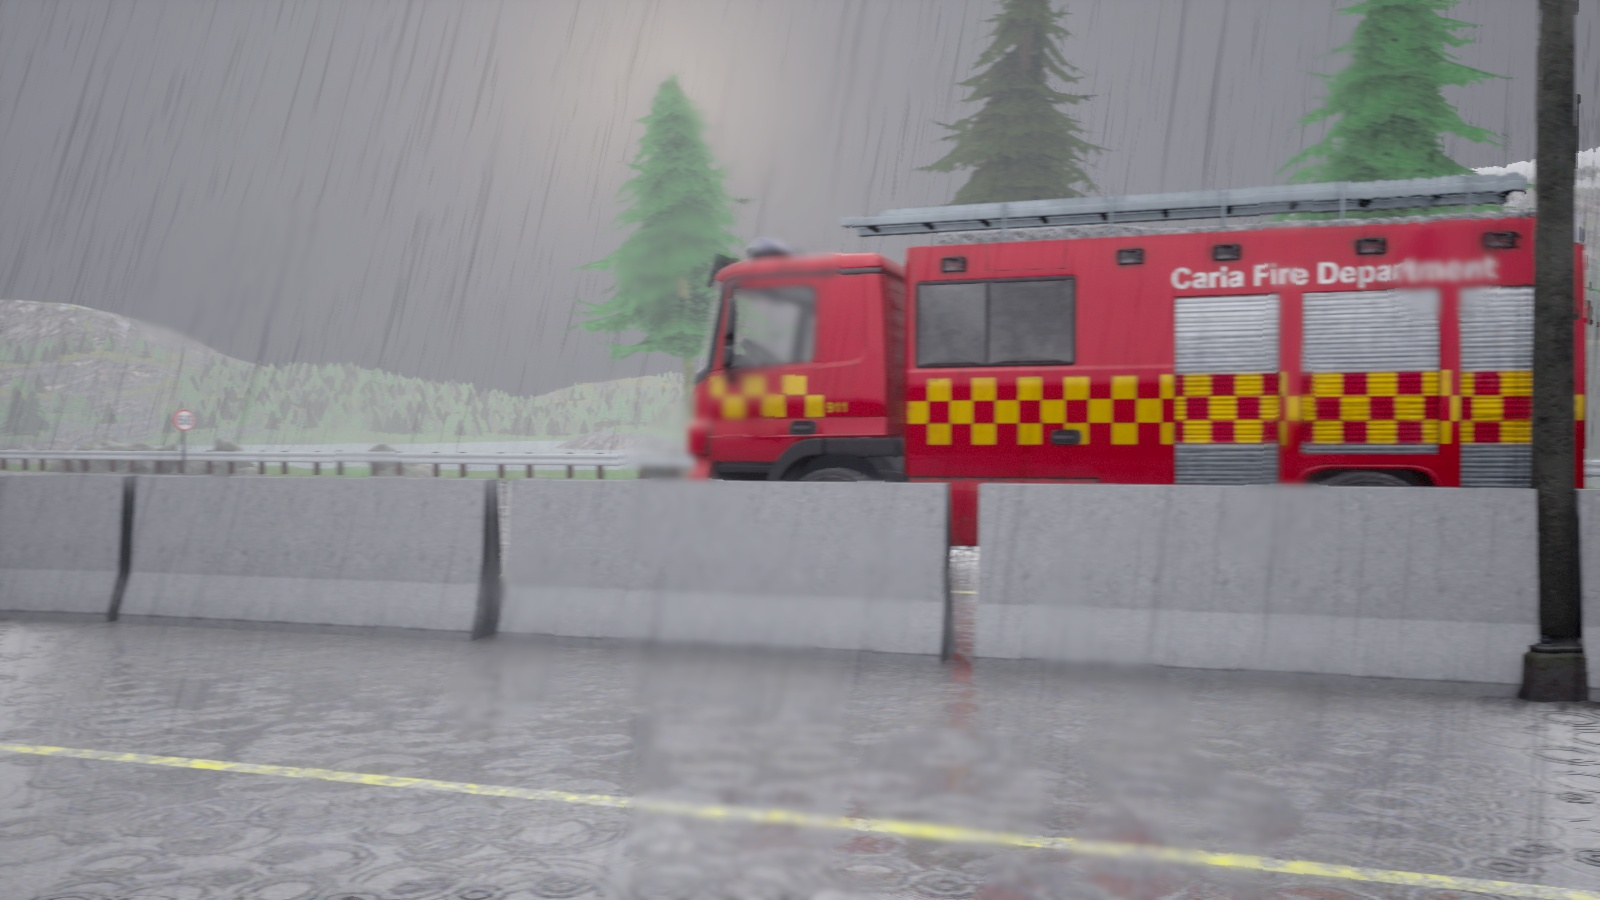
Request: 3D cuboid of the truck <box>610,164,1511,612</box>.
[{"bbox_3d":[2.463,-0.579,13.408,8.468,3.827,2.891,1,1,18],"label":"truck"}]
